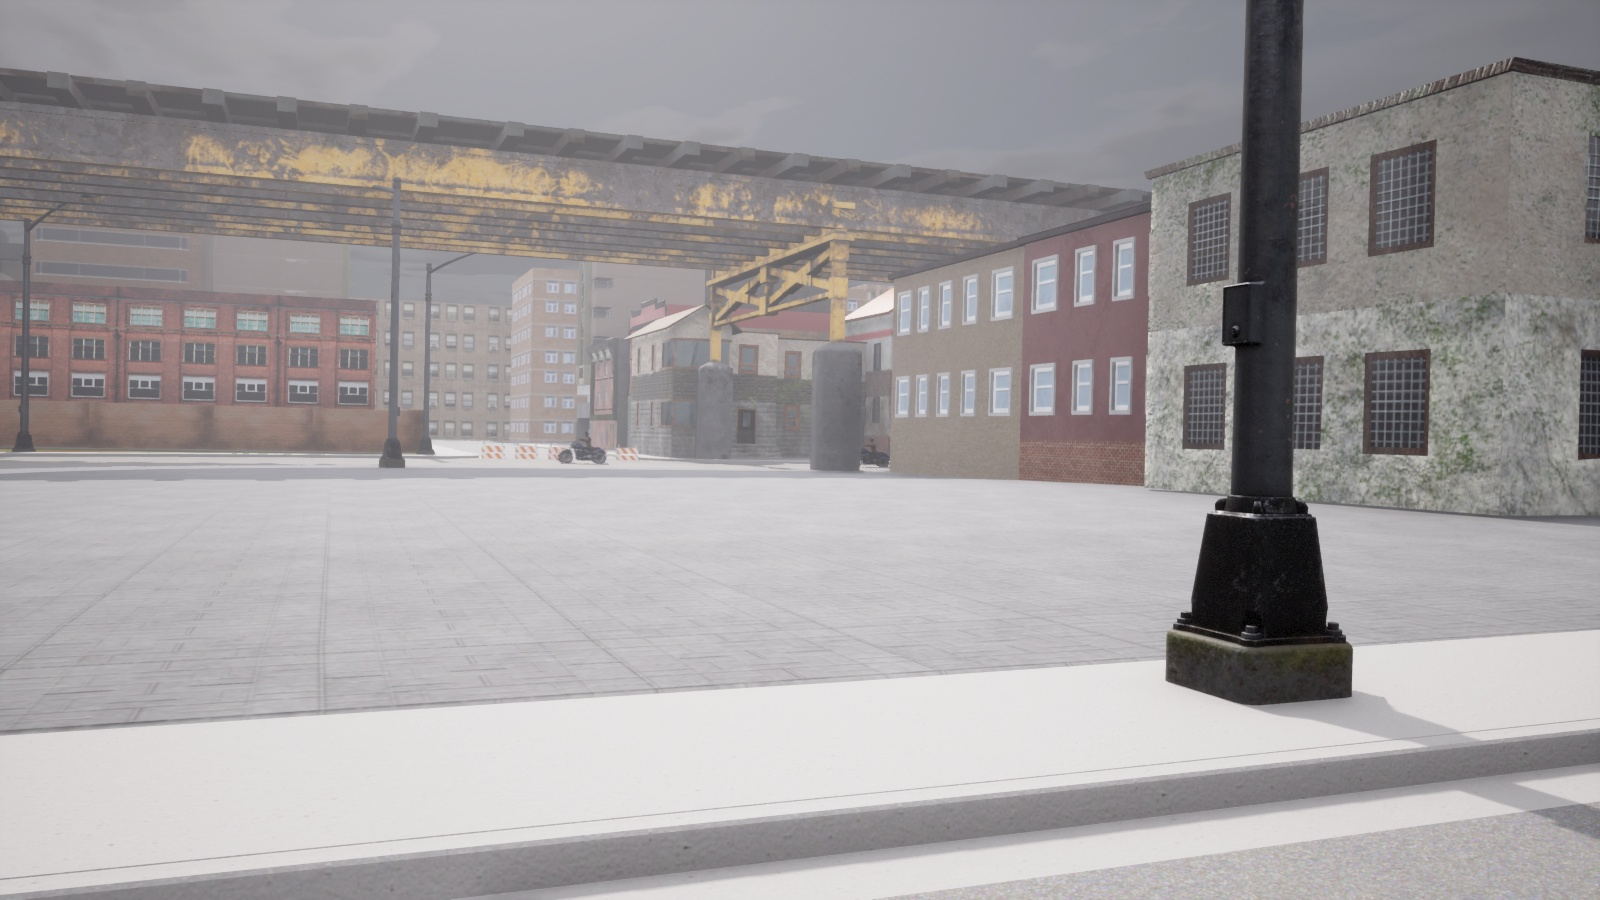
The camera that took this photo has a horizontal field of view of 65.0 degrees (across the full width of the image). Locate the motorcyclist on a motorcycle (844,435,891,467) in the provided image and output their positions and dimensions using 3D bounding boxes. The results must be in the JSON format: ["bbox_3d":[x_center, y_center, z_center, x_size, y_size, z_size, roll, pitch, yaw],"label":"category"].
[{"bbox_3d":[3.533,0.063,65.894,2.350,1.649,0.766,0,1,-20],"label":"motorcyclist on a motorcycle"}]

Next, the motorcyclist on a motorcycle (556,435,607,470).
[{"bbox_3d":[-10.553,0.118,60.660,2.350,1.649,0.766,0,1,-20],"label":"motorcyclist on a motorcycle"}]
